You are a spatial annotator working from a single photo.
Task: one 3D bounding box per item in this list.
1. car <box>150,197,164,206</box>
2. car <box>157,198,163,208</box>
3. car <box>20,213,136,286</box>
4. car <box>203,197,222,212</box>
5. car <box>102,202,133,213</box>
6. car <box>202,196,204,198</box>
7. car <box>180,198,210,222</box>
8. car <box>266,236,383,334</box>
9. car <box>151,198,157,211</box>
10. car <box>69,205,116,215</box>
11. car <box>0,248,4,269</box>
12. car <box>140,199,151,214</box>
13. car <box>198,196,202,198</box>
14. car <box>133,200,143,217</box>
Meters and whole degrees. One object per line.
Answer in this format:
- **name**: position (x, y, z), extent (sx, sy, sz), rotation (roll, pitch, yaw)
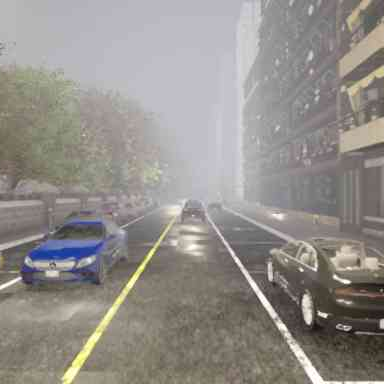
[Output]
- **car**: position (-5.832, 1.655, 56.545), extent (1.887, 1.381, 4.507), rotation (0, 0, 0)
- **car**: position (-5.779, 1.648, 51.005), extent (2.008, 1.369, 4.403), rotation (0, 0, 0)
- **car**: position (-3.041, 1.541, 9.613), extent (1.812, 1.442, 4.674), rotation (0, 0, 1)
- **car**: position (2.681, 1.625, 39.934), extent (2.008, 1.369, 4.403), rotation (0, 0, 0)
- **car**: position (-5.693, 1.480, 23.314), extent (1.967, 1.590, 4.097), rotation (0, 0, 0)
- **car**: position (2.666, 1.782, 94.466), extent (1.947, 1.339, 4.313), rotation (0, 0, 0)
- **car**: position (0.093, 1.538, 26.753), extent (2.128, 1.511, 4.902), rotation (0, 0, 0)
- **car**: position (2.691, 1.562, 6.702), extent (2.008, 1.369, 4.403), rotation (0, 0, 0)
- **car**: position (-5.698, 1.514, 39.930), extent (1.967, 1.590, 4.097), rotation (0, 0, 0)
- **car**: position (-5.693, 1.595, 17.775), extent (1.947, 1.339, 4.313), rotation (0, 0, 0)
- **car**: position (-5.689, 1.535, 6.527), extent (1.752, 1.417, 4.829), rotation (0, 0, 0)
- **car**: position (-5.697, 1.587, 34.221), extent (1.752, 1.417, 4.829), rotation (0, 0, 0)
- **car**: position (0.088, 1.611, 45.213), extent (1.812, 1.442, 4.674), rotation (0, 0, 0)
- **car**: position (-5.695, 1.633, 28.852), extent (1.802, 1.307, 4.206), rotation (0, 0, 0)
